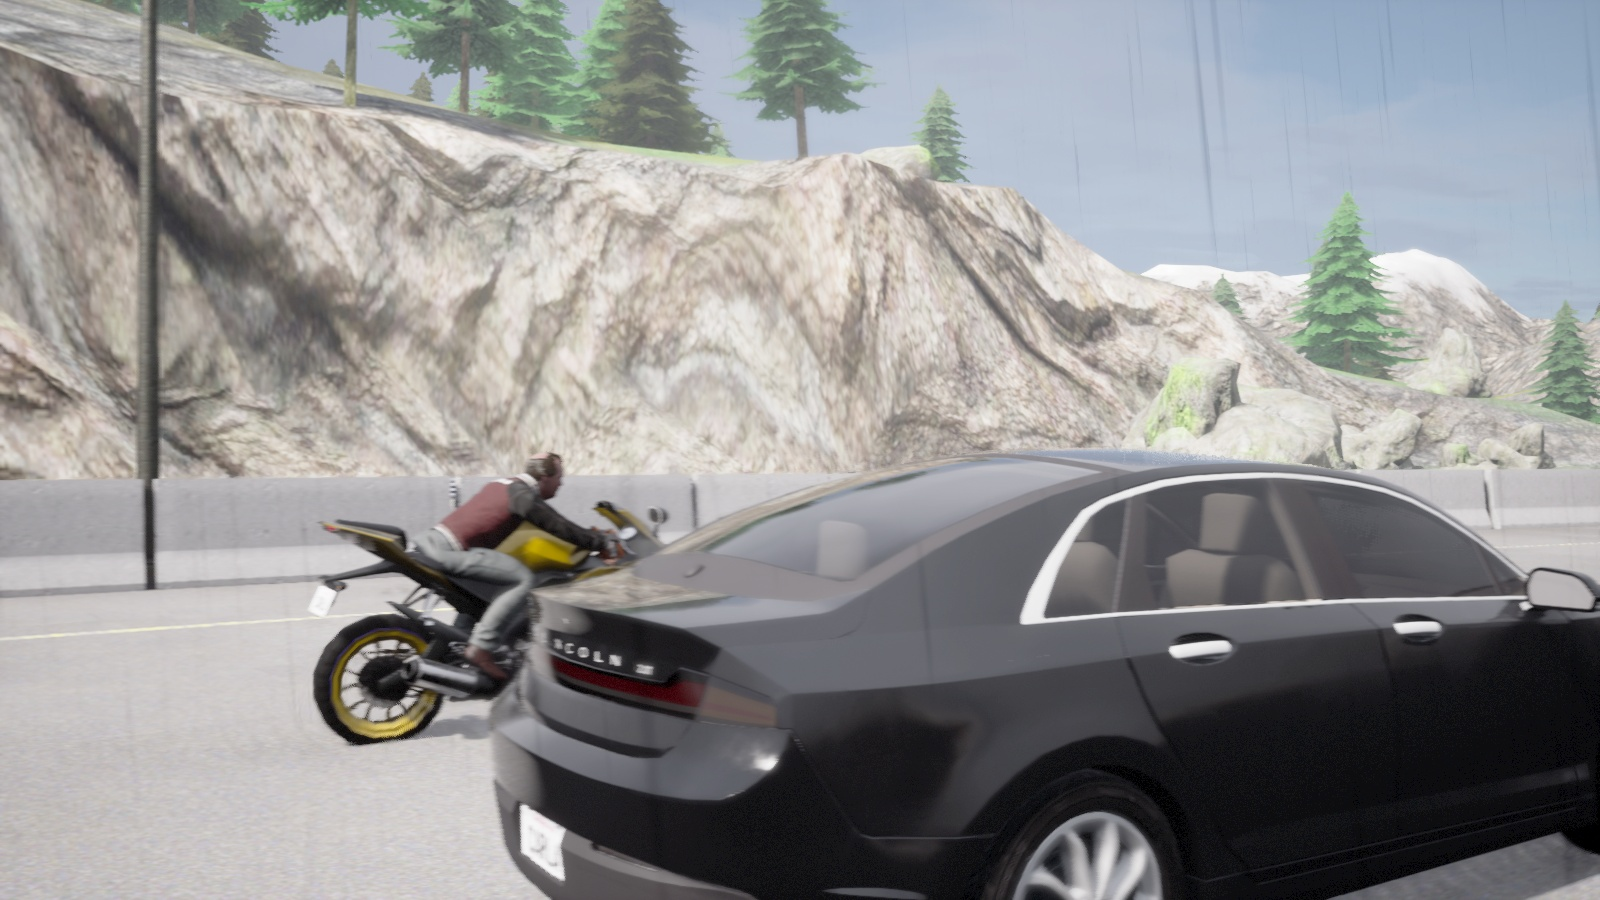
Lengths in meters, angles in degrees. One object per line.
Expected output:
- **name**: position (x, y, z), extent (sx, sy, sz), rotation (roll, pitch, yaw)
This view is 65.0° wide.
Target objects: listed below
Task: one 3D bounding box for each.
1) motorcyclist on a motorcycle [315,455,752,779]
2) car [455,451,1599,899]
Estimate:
- **motorcyclist on a motorcycle**: position (-1.435, 0.798, 6.946), extent (2.191, 1.530, 0.866), rotation (0, 1, -33)
- **car**: position (1.450, 0.757, 4.578), extent (4.892, 1.490, 1.837), rotation (0, -1, -33)
